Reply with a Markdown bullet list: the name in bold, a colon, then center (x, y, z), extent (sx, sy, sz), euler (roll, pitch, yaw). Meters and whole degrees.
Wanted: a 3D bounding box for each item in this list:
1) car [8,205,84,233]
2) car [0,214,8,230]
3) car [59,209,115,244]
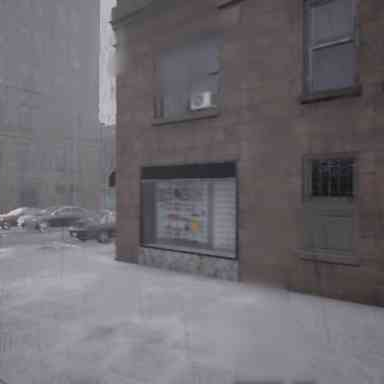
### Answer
- **car**: center (-8.317, 1.607, 20.848), extent (2.128, 1.511, 4.902), euler (0, 0, 36)
- **car**: center (-10.899, 1.672, 21.674), extent (1.802, 1.307, 4.206), euler (0, -1, 36)
- **car**: center (-3.980, 1.696, 16.693), extent (2.008, 1.369, 4.403), euler (0, -1, 36)
